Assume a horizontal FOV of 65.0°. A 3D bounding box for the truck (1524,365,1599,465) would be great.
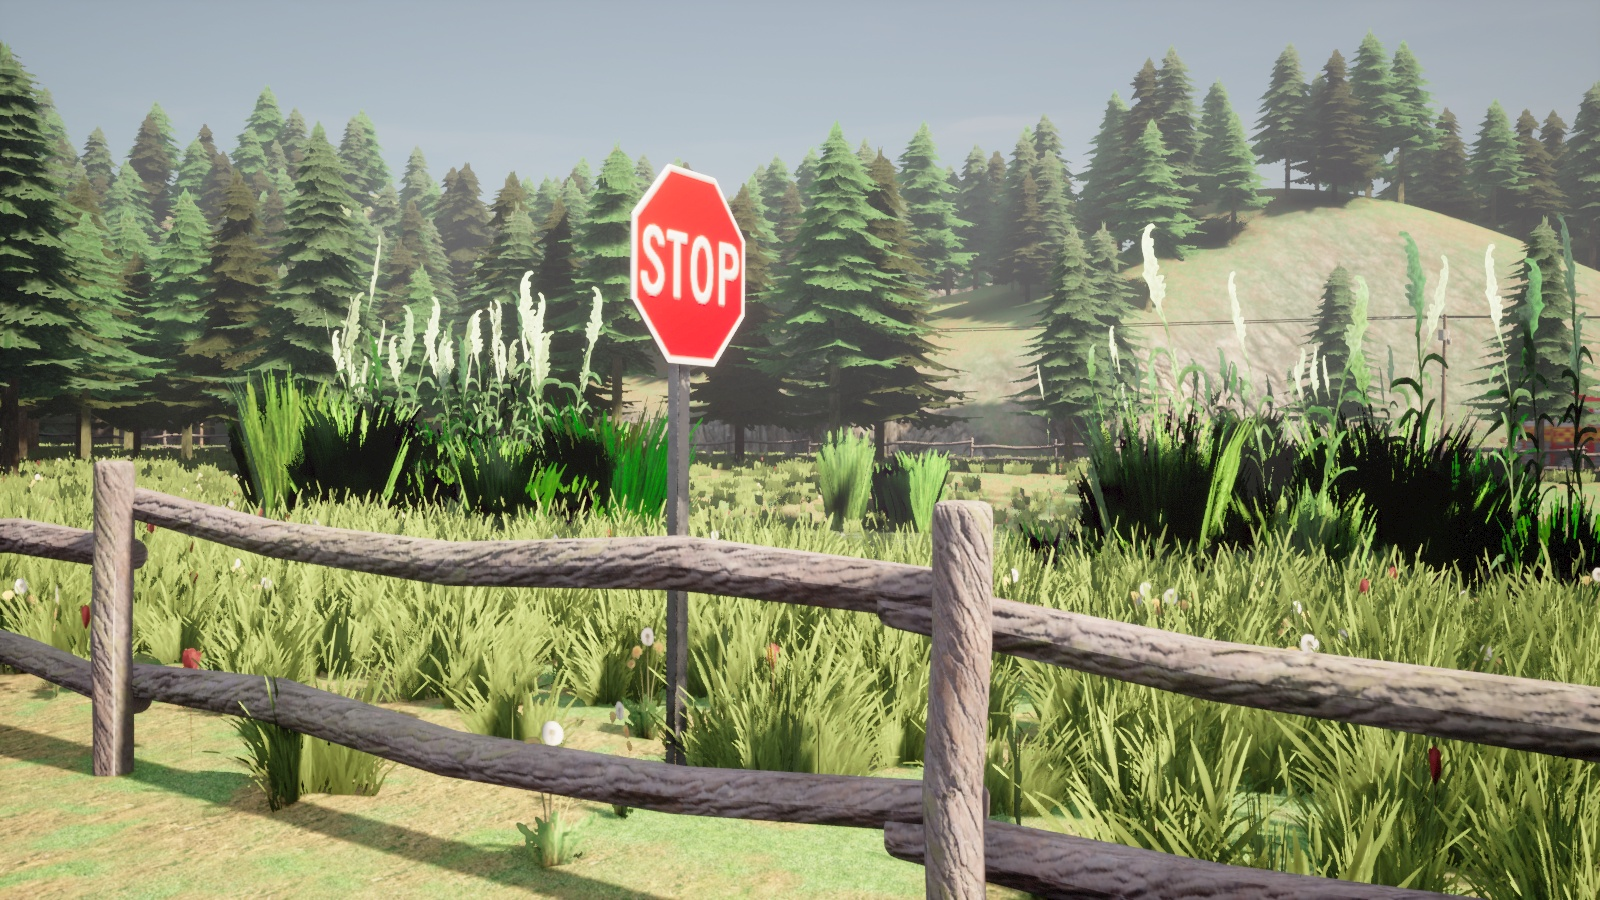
[{"bbox_3d":[33.014,-1.362,48.641,8.468,3.827,2.891,0,1,26],"label":"truck"}]
